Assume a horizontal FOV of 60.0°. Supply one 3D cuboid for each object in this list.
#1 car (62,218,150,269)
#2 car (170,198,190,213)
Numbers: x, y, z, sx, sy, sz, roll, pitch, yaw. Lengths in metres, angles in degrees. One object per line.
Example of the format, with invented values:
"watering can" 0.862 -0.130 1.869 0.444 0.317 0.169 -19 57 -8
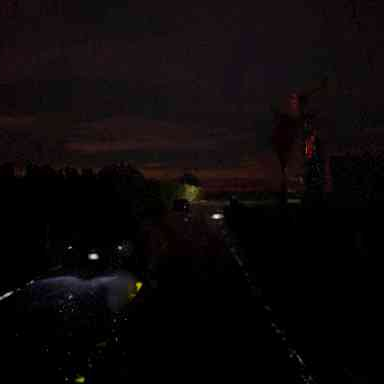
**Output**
"car" -2.626 1.570 11.051 1.994 1.385 4.181 0 0 2
"car" -1.271 1.495 36.993 1.882 1.535 5.008 0 0 5
